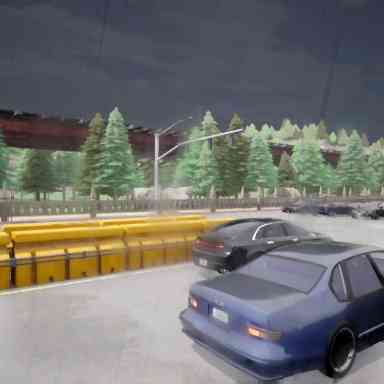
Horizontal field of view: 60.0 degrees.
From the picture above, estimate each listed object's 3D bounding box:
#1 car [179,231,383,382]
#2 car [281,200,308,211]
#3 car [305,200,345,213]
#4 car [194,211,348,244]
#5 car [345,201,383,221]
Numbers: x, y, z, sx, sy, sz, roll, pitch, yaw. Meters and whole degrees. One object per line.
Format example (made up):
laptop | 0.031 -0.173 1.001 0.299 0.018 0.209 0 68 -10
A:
car | 2.398 1.547 5.496 5.357 1.411 2.033 0 0 -35
car | 11.422 1.548 33.634 5.357 1.411 2.033 0 0 -35
car | 12.811 1.601 30.325 4.718 1.301 1.895 0 0 -35
car | 2.261 1.505 9.685 4.892 1.490 1.837 0 0 -35
car | 15.099 1.526 27.658 4.674 1.442 1.812 0 0 -36
